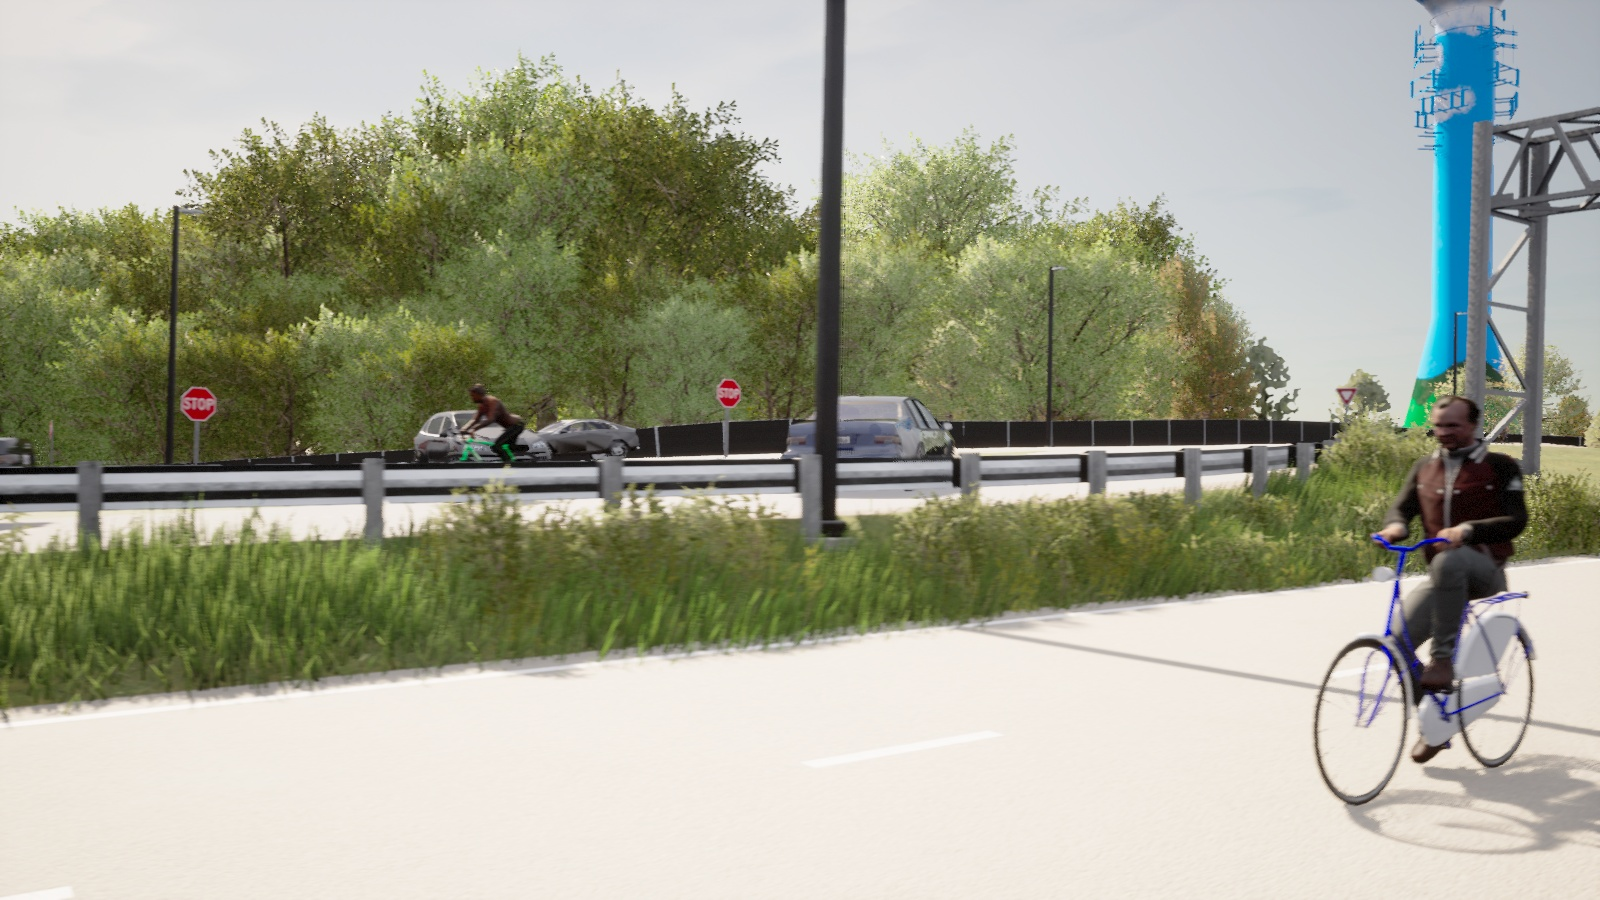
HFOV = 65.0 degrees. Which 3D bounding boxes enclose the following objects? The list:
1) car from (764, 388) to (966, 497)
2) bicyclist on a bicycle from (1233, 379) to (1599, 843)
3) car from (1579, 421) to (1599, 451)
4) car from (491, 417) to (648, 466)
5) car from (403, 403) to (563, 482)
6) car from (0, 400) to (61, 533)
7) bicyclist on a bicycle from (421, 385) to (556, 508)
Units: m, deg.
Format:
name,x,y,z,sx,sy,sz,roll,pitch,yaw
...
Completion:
name,x,y,z,sx,sy,sz,roll,pitch,yaw
car,1.186,-0.139,19.334,2.033,1.411,5.357,-1,1,15
bicyclist on a bicycle,2.788,0.620,5.599,1.843,1.776,0.659,0,0,-35
car,54.147,-0.830,82.713,4.605,1.855,1.932,2,-2,-9
car,-7.975,-0.319,43.652,4.902,1.511,2.128,-3,1,-36
car,-7.598,-0.166,29.792,2.242,1.667,4.611,-3,1,-33
car,-11.222,0.272,13.501,5.357,1.411,2.033,-2,0,-21
bicyclist on a bicycle,-4.257,-0.066,17.235,1.656,1.620,0.582,-2,1,-37
